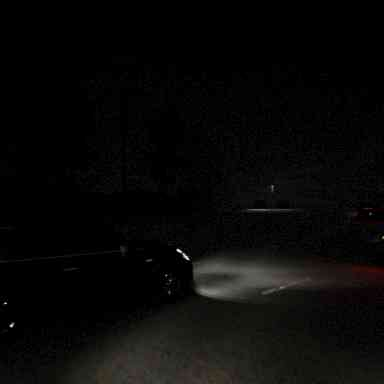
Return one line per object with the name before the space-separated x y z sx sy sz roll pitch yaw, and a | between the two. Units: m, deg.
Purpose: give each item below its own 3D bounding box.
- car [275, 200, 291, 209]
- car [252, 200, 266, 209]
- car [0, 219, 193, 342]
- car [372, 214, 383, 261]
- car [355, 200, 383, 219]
car | 13.814 1.856 50.817 2.033 1.411 5.357 -1 -1 9
car | 10.382 1.919 51.503 1.994 1.385 4.181 -1 -1 9
car | -2.180 1.356 6.683 4.553 1.767 2.097 0 0 -37
car | 7.817 1.538 11.309 1.812 1.442 4.674 0 0 43
car | 15.579 1.577 29.348 2.128 1.511 4.902 0 0 24
